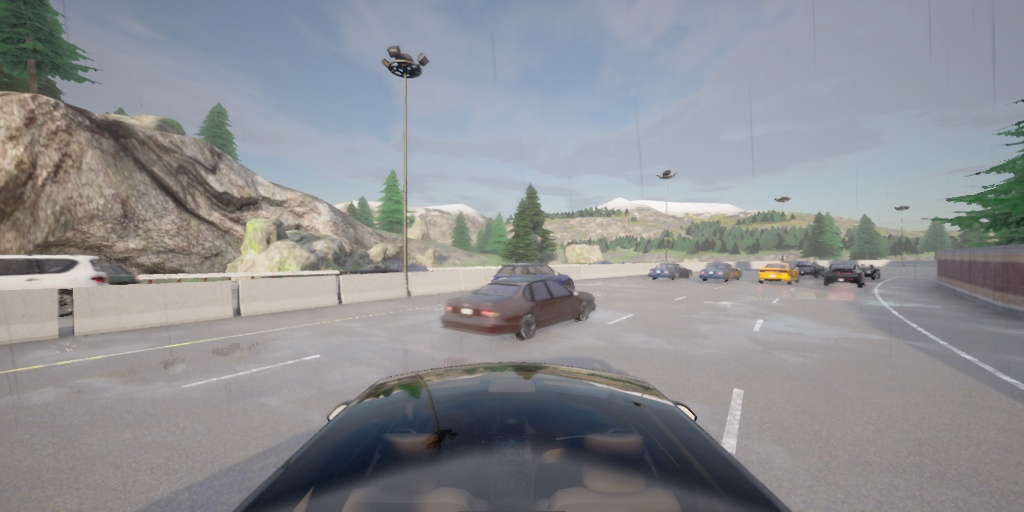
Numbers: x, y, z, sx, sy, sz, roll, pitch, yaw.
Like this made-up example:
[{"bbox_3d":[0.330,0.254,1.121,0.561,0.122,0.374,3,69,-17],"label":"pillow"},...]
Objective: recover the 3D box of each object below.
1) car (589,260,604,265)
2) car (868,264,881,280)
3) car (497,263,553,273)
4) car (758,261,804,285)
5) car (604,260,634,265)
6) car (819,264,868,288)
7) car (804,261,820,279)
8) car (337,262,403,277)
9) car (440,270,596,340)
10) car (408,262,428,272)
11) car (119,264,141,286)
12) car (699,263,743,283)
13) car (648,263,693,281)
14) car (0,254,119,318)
[{"bbox_3d":[11.802,1.289,47.775,4.674,1.442,1.812,0,0,-40],"label":"car"},{"bbox_3d":[30.344,1.345,31.028,4.718,1.301,1.895,0,0,-39],"label":"car"},{"bbox_3d":[1.011,1.099,16.395,2.097,1.767,4.553,0,0,38],"label":"car"},{"bbox_3d":[19.667,1.223,26.372,5.008,1.535,1.882,0,0,-44],"label":"car"},{"bbox_3d":[14.029,1.357,45.075,4.718,1.301,1.895,0,0,-40],"label":"car"},{"bbox_3d":[22.427,1.250,24.169,4.892,1.490,1.837,0,0,-43],"label":"car"},{"bbox_3d":[27.584,1.236,33.275,4.902,1.511,2.128,0,0,-39],"label":"car"},{"bbox_3d":[-11.513,1.348,29.100,1.895,1.301,4.718,0,0,40],"label":"car"},{"bbox_3d":[0.489,1.296,10.084,2.033,1.411,5.357,0,0,37],"label":"car"},{"bbox_3d":[-10.873,1.293,35.297,2.033,1.411,5.357,0,0,41],"label":"car"},{"bbox_3d":[-18.022,1.101,14.292,2.097,1.767,4.553,0,0,34],"label":"car"},{"bbox_3d":[16.564,1.293,28.322,5.357,1.411,2.033,0,0,-44],"label":"car"},{"bbox_3d":[13.322,1.293,30.038,5.357,1.411,2.033,0,0,-45],"label":"car"},{"bbox_3d":[-16.205,0.971,10.753,2.150,2.045,5.566,0,0,33],"label":"car"}]
